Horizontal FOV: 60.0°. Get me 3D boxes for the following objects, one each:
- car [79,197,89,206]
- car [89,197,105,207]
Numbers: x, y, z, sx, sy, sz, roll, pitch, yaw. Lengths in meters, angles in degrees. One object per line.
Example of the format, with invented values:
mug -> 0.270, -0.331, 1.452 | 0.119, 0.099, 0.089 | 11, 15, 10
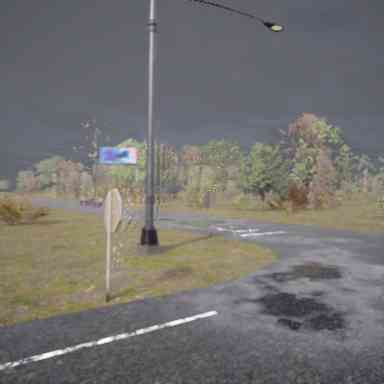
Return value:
car -> -18.627, 1.637, 59.271 | 1.837, 1.490, 4.892 | 1, -1, -34
car -> -14.566, 1.669, 53.271 | 1.812, 1.442, 4.674 | 1, -1, -33
